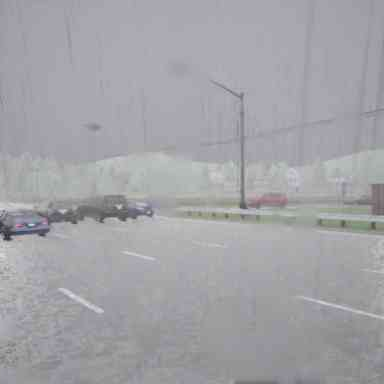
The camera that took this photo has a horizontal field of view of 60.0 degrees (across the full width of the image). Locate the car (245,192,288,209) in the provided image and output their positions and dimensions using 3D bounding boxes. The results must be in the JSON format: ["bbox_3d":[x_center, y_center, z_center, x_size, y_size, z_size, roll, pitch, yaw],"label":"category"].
[{"bbox_3d":[9.297,1.074,41.669,5.566,2.045,2.150,0,0,-15],"label":"car"}]

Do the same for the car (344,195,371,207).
[{"bbox_3d":[23.101,1.221,45.668,5.008,1.535,1.882,-1,0,-17],"label":"car"}]

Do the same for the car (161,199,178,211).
[{"bbox_3d":[-4.351,1.500,40.093,5.357,1.411,2.033,0,0,6],"label":"car"}]

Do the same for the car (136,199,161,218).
[{"bbox_3d":[-5.021,1.506,28.503,1.812,1.442,4.674,-1,0,-42],"label":"car"}]

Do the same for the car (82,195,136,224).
[{"bbox_3d":[-6.884,1.220,25.345,2.150,2.045,5.566,-1,0,-42],"label":"car"}]

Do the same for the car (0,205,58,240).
[{"bbox_3d":[-9.100,1.578,17.309,2.033,1.411,5.357,-1,0,-42],"label":"car"}]

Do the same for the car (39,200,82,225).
[{"bbox_3d":[-9.883,1.376,23.451,2.097,1.767,4.553,-1,0,-42],"label":"car"}]
